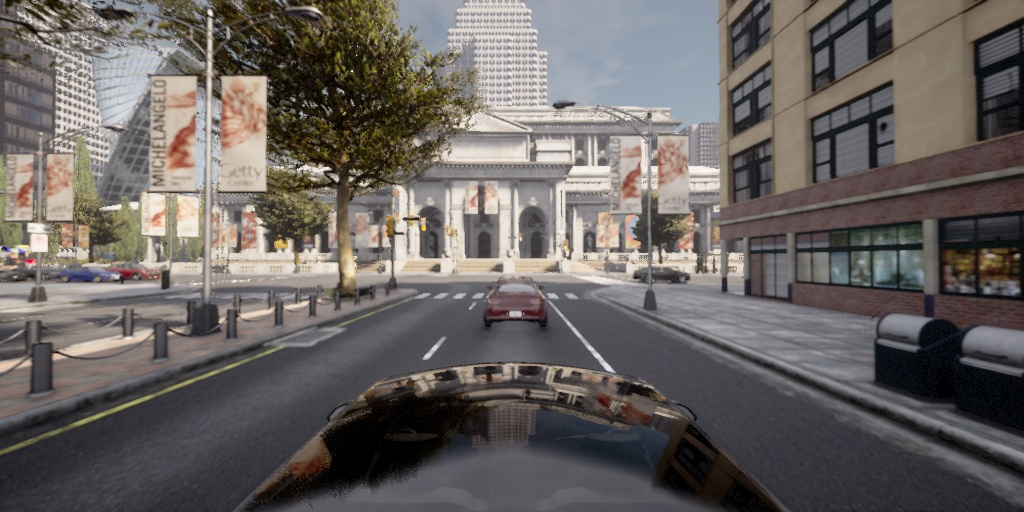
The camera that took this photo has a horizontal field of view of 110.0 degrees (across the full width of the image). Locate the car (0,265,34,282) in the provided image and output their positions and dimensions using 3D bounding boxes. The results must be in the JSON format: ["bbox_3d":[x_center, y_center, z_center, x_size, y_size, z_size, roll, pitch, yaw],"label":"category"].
[{"bbox_3d":[-46.227,1.680,31.925,4.181,1.385,1.994,0,-1,-1],"label":"car"}]

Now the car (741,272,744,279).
[{"bbox_3d":[23.255,1.666,31.510,5.357,1.411,2.033,0,-1,0],"label":"car"}]

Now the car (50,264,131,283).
[{"bbox_3d":[-37.467,1.643,31.934,4.674,1.442,1.812,0,-1,0],"label":"car"}]

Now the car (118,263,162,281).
[{"bbox_3d":[-37.448,1.512,35.431,4.553,1.767,2.097,0,-1,0],"label":"car"}]

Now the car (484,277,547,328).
[{"bbox_3d":[0.114,1.400,11.802,1.812,1.442,4.674,0,-1,1],"label":"car"}]

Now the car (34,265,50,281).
[{"bbox_3d":[-46.402,1.651,35.433,4.902,1.511,2.128,0,-1,0],"label":"car"}]

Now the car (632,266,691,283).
[{"bbox_3d":[13.130,1.623,31.587,4.892,1.490,1.837,0,-1,0],"label":"car"}]
